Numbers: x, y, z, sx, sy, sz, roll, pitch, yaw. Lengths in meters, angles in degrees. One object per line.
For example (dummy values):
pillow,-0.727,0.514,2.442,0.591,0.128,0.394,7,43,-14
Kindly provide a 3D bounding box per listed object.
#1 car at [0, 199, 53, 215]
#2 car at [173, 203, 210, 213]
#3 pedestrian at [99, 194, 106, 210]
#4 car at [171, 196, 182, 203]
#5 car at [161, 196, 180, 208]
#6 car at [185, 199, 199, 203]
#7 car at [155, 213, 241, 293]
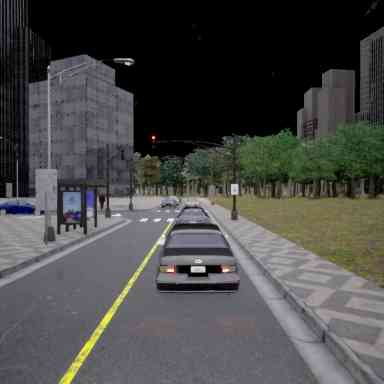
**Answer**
car,-15.658,1.426,31.202,5.008,1.535,1.882,0,0,0
car,0.071,1.554,19.239,1.994,1.385,4.181,0,0,0
pedestrian,-10.108,1.052,37.307,0.375,1.860,0.375,0,0,1
car,-3.095,1.521,65.942,1.895,1.301,4.718,0,0,0
car,-3.129,1.519,45.811,1.994,1.385,4.181,0,0,-1
car,0.022,1.555,46.089,1.895,1.301,4.718,0,0,1
car,0.094,1.545,8.961,2.033,1.411,5.357,0,0,-1
